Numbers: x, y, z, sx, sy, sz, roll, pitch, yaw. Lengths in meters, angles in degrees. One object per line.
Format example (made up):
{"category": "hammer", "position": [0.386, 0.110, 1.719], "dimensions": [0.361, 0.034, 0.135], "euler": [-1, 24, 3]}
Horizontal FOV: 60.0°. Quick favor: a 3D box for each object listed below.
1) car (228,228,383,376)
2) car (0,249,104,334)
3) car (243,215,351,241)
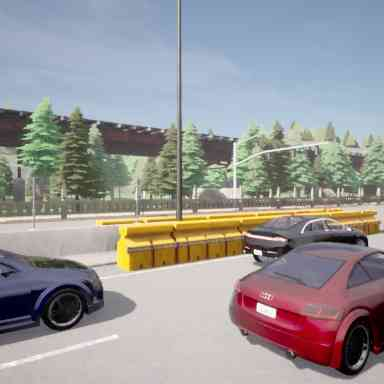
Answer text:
{"category": "car", "position": [2.637, 1.564, 5.639], "dimensions": [4.181, 1.385, 1.994], "euler": [0, 0, -35]}
{"category": "car", "position": [-3.630, 1.564, 5.453], "dimensions": [4.181, 1.385, 1.994], "euler": [0, 0, -36]}
{"category": "car", "position": [3.829, 1.491, 10.786], "dimensions": [4.902, 1.511, 2.128], "euler": [0, 0, -36]}
